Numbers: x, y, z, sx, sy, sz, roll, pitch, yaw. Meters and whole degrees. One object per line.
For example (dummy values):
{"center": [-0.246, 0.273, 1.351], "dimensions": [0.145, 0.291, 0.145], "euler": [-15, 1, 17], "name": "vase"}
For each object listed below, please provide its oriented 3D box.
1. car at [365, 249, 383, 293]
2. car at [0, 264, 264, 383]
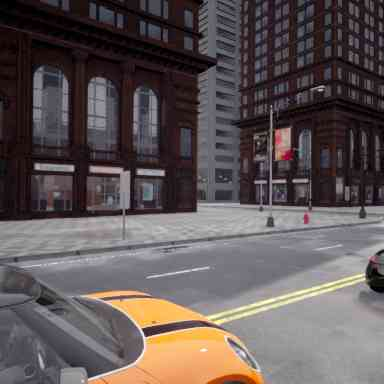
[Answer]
{"center": [5.863, 1.576, 7.646], "dimensions": [4.181, 1.385, 1.994], "euler": [0, 0, -35], "name": "car"}
{"center": [-1.563, 1.352, 2.324], "dimensions": [4.553, 1.767, 2.097], "euler": [0, 0, -36], "name": "car"}
